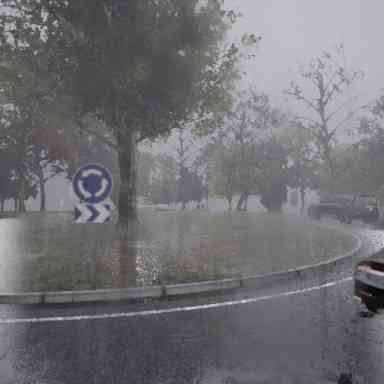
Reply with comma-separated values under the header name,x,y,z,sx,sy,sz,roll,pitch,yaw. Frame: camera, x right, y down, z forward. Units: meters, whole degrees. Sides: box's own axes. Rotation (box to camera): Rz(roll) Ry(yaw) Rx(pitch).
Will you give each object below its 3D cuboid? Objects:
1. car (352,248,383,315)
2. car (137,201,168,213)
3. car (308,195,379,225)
name,x,y,z,sx,sy,sz,roll,pitch,yaw
car,5.041,1.490,6.243,4.902,1.511,2.128,0,0,-33
car,-4.968,1.597,35.524,4.718,1.301,1.895,0,0,-1
car,11.014,1.218,24.575,2.150,2.045,5.566,1,0,-17
